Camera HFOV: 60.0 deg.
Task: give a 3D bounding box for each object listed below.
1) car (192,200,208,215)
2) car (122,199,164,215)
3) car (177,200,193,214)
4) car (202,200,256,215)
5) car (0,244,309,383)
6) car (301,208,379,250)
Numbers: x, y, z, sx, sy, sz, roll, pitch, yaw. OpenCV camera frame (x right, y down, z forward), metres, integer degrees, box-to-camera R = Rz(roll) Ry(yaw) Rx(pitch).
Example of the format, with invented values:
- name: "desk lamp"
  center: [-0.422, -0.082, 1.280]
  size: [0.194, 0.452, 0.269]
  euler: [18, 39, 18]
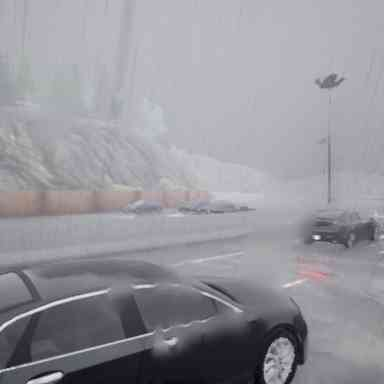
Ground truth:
- name: "car"
  center: [2.651, 1.493, 31.442]
  size: [2.033, 1.411, 5.357]
  euler: [0, 0, 36]
- name: "car"
  center: [-4.805, 1.487, 33.294]
  size: [1.812, 1.442, 4.674]
  euler: [0, 0, 39]
- name: "car"
  center: [0.704, 1.493, 34.701]
  size: [2.033, 1.411, 5.357]
  euler: [0, 0, 35]
- name: "car"
  center: [3.155, 1.553, 26.466]
  size: [1.895, 1.301, 4.718]
  euler: [0, 0, 39]
- name: "car"
  center: [-0.761, 1.502, 3.516]
  size: [4.892, 1.490, 1.837]
  euler: [0, 0, -36]
- name: "car"
  center: [6.486, 1.468, 14.361]
  size: [4.892, 1.490, 1.837]
  euler: [0, 0, -44]
